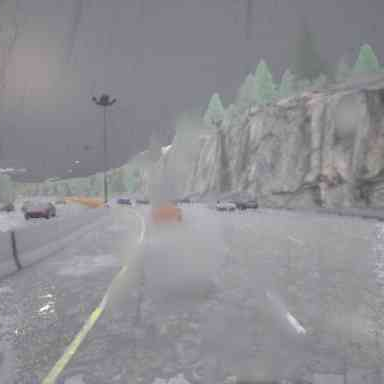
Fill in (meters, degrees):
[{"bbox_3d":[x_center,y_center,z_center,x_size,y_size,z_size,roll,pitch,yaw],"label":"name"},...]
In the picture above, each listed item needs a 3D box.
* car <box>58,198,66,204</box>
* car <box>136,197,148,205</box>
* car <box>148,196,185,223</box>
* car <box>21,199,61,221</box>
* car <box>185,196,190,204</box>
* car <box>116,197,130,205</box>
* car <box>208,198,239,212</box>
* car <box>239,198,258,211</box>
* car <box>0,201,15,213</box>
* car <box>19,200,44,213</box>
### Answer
[{"bbox_3d":[-27.448,1.915,69.619,1.994,1.385,4.181,-1,0,-23],"label":"car"},{"bbox_3d":[-9.485,1.641,63.643,2.128,1.511,4.902,-1,0,-23],"label":"car"},{"bbox_3d":[-2.107,1.385,26.459,2.097,1.767,4.553,-1,0,-10],"label":"car"},{"bbox_3d":[-13.683,1.693,30.309,1.882,1.535,5.008,-1,0,-12],"label":"car"},{"bbox_3d":[-2.025,1.536,64.121,1.837,1.490,4.892,0,-1,-23],"label":"car"},{"bbox_3d":[-13.113,1.684,63.309,1.882,1.535,5.008,-1,0,-23],"label":"car"},{"bbox_3d":[3.318,1.549,38.040,1.895,1.301,4.718,-1,0,-15],"label":"car"},{"bbox_3d":[6.090,1.395,39.305,2.128,1.511,4.902,-1,0,-15],"label":"car"},{"bbox_3d":[-24.383,1.876,43.224,2.128,1.511,4.902,-1,0,-18],"label":"car"},{"bbox_3d":[-20.554,1.814,42.774,2.128,1.511,4.902,-1,0,-17],"label":"car"}]
